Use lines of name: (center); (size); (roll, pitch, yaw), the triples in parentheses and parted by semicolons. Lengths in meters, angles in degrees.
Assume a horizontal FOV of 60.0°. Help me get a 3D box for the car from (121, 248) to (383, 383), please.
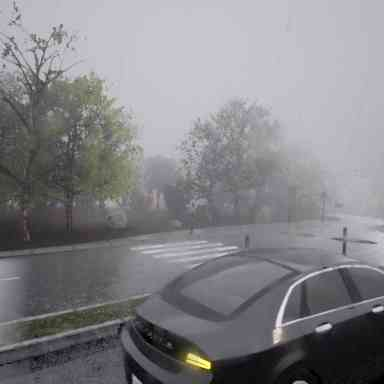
car: (1.528, 1.512, 4.370); (4.892, 1.490, 1.837); (0, 0, -34)
